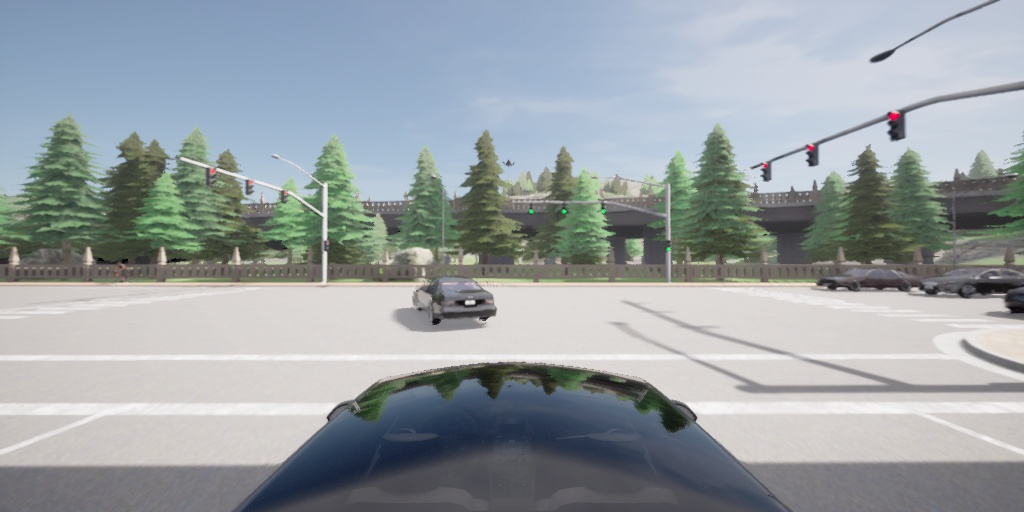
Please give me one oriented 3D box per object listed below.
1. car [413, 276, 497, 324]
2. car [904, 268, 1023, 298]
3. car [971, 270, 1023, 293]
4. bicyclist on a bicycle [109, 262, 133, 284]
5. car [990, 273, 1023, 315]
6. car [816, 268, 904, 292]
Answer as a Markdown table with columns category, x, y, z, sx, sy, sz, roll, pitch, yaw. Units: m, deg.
| category | x | y | z | sx | sy | sz | roll | pitch | yaw |
| --- | --- | --- | --- | --- | --- | --- | --- | --- | --- |
| car | -2.205 | 1.400 | 12.587 | 2.033 | 1.411 | 5.357 | 0 | -1 | -23 |
| car | 24.533 | 1.380 | 18.926 | 4.902 | 1.511 | 2.128 | 0 | -1 | 2 |
| car | 31.996 | 1.525 | 22.101 | 4.718 | 1.301 | 1.895 | 0 | -1 | 4 |
| bicyclist on a bicycle | -29.454 | 1.284 | 27.035 | 0.582 | 1.620 | 1.656 | 0 | 0 | 1 |
| car | 19.336 | 1.372 | 11.850 | 4.181 | 1.385 | 1.994 | 0 | -1 | 0 |
| car | 22.417 | 1.477 | 22.506 | 5.357 | 1.411 | 2.033 | 0 | -1 | 1 |
